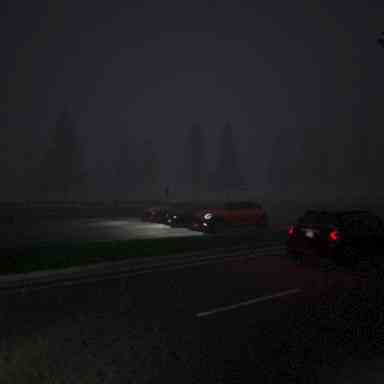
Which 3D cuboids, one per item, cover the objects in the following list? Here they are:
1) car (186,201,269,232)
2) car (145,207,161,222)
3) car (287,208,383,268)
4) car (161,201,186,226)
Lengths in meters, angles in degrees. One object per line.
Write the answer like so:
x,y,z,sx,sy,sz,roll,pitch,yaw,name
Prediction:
2.268,1.324,19.882,4.553,1.767,2.097,0,0,-25,car
-1.206,1.442,25.961,5.008,1.535,1.882,0,0,-25,car
5.433,1.334,11.435,4.553,1.767,2.097,0,0,-33,car
0.928,1.515,23.061,5.357,1.411,2.033,0,0,-24,car
